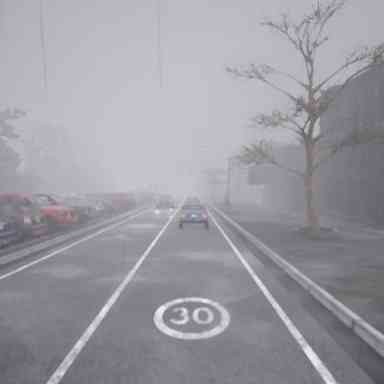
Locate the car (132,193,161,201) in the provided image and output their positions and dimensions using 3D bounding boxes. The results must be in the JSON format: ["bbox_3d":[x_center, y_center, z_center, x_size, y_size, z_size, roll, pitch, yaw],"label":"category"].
[{"bbox_3d":[-8.790,0.936,65.073,5.366,1.575,1.946,0,1,0],"label":"car"}]

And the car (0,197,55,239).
[{"bbox_3d":[-8.880,1.260,14.605,4.553,1.767,2.185,0,0,0],"label":"car"}]

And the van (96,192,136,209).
[{"bbox_3d":[-9.060,1.009,39.832,4.442,1.987,1.878,0,0,0],"label":"van"}]

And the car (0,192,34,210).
[{"bbox_3d":[-22.051,0.989,39.226,5.566,2.045,2.435,0,0,0],"label":"car"}]

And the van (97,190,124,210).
[{"bbox_3d":[-9.049,1.059,31.424,4.442,1.987,1.878,0,0,0],"label":"van"}]

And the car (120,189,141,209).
[{"bbox_3d":[-8.912,1.000,37.031,5.566,2.045,2.435,0,0,0],"label":"car"}]

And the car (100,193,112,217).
[{"bbox_3d":[-8.957,1.193,25.818,4.553,1.767,2.185,0,0,0],"label":"car"}]

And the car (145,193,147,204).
[{"bbox_3d":[-8.948,1.228,45.445,4.674,1.452,2.002,0,0,0],"label":"car"}]

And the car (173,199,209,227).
[{"bbox_3d":[0.105,1.413,21.505,2.033,1.411,5.357,0,0,0],"label":"car"}]

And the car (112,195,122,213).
[{"bbox_3d":[-8.923,1.303,28.622,4.892,1.521,2.231,0,0,0],"label":"car"}]

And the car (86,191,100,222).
[{"bbox_3d":[-8.890,1.101,20.211,5.566,2.045,2.435,0,0,0],"label":"car"}]

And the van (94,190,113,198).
[{"bbox_3d":[-22.195,0.458,83.637,4.442,1.987,1.878,0,1,0],"label":"van"}]

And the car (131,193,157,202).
[{"bbox_3d":[-8.974,1.018,62.270,4.674,1.452,2.002,0,1,0],"label":"car"}]

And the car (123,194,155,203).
[{"bbox_3d":[-8.959,1.055,56.663,5.008,1.535,2.097,0,1,0],"label":"car"}]

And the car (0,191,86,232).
[{"bbox_3d":[-8.886,1.117,17.408,5.566,2.045,2.435,0,0,0],"label":"car"}]

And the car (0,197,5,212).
[{"bbox_3d":[-22.201,1.270,33.676,5.366,1.575,1.946,0,0,0],"label":"car"}]

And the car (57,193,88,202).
[{"bbox_3d":[-22.055,0.991,61.438,5.008,1.535,2.097,0,1,0],"label":"car"}]

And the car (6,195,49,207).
[{"bbox_3d":[-22.058,1.224,44.779,4.792,1.488,2.163,0,0,0],"label":"car"}]

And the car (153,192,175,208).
[{"bbox_3d":[-3.245,1.065,41.075,2.097,1.767,4.553,0,1,0],"label":"car"}]

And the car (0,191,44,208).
[{"bbox_3d":[-21.997,0.967,42.002,5.566,2.045,2.435,0,0,0],"label":"car"}]

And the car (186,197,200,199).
[{"bbox_3d":[0.104,1.268,42.077,1.994,1.385,4.181,0,1,0],"label":"car"}]

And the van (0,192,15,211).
[{"bbox_3d":[-22.135,1.031,36.450,4.442,1.987,1.878,0,0,0],"label":"van"}]

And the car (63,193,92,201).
[{"bbox_3d":[-22.059,0.952,64.214,5.008,1.535,2.097,0,1,0],"label":"car"}]

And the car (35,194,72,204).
[{"bbox_3d":[-22.034,1.103,53.111,5.008,1.535,2.097,0,1,0],"label":"car"}]

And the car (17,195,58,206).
[{"bbox_3d":[-22.003,1.200,47.563,4.792,1.488,2.163,0,0,0],"label":"car"}]

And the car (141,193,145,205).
[{"bbox_3d":[-8.953,1.212,42.641,4.892,1.521,2.231,0,0,0],"label":"car"}]

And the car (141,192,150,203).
[{"bbox_3d":[-8.983,1.190,48.252,4.792,1.488,2.163,0,1,0],"label":"car"}]

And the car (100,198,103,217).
[{"bbox_3d":[-8.919,1.375,23.016,4.674,1.452,2.002,0,0,0],"label":"car"}]

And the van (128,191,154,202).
[{"bbox_3d":[-9.085,0.791,59.463,4.442,1.987,1.878,0,1,0],"label":"van"}]

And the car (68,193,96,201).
[{"bbox_3d":[-22.064,0.915,66.990,4.892,1.521,2.231,0,1,0],"label":"car"}]

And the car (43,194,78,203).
[{"bbox_3d":[-22.037,1.069,55.889,4.892,1.521,2.231,0,1,0],"label":"car"}]

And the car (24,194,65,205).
[{"bbox_3d":[-22.221,1.134,50.334,5.366,1.575,1.946,0,1,0],"label":"car"}]

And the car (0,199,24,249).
[{"bbox_3d":[-8.876,1.277,11.802,4.553,1.767,2.185,0,0,0],"label":"car"}]

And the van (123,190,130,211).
[{"bbox_3d":[-9.053,1.043,34.227,4.442,1.987,1.878,0,0,0],"label":"van"}]

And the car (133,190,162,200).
[{"bbox_3d":[-8.950,0.649,67.872,5.566,2.045,2.435,0,1,0],"label":"car"}]

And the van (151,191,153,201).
[{"bbox_3d":[-8.844,0.867,53.854,4.442,1.987,1.878,0,1,0],"label":"van"}]

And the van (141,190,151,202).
[{"bbox_3d":[-9.074,0.901,51.052,4.442,1.987,1.878,0,1,0],"label":"van"}]

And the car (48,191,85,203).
[{"bbox_3d":[-22.018,0.778,58.659,5.566,2.045,2.435,0,1,0],"label":"car"}]
